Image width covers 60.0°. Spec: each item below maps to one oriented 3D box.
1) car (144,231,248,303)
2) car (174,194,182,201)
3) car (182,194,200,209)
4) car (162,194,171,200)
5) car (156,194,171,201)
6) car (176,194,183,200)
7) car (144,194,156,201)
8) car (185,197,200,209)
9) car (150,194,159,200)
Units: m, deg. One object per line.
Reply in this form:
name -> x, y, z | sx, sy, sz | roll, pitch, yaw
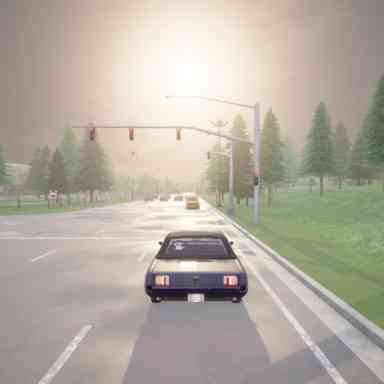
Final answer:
car -> 0.097, 1.600, 8.145 | 1.895, 1.301, 4.718 | 0, 0, 1
car -> -3.323, 1.541, 80.857 | 1.994, 1.385, 4.181 | 0, 0, 0
car -> -0.015, 1.078, 46.354 | 1.882, 1.535, 5.008 | -3, 17, -3
car -> -6.801, 1.368, 90.868 | 2.033, 1.411, 5.357 | 0, 0, 0
car -> -6.824, 1.528, 80.448 | 2.033, 1.411, 5.357 | 0, 0, 0
car -> -3.301, 1.352, 90.860 | 1.812, 1.442, 4.674 | 0, 0, 0
car -> -10.324, 1.528, 80.456 | 2.033, 1.411, 5.357 | 0, 0, 0
car -> 0.073, 1.574, 49.813 | 2.033, 1.411, 5.357 | -1, 1, 0
car -> -10.301, 1.328, 90.875 | 1.837, 1.490, 4.892 | 0, 0, 0
